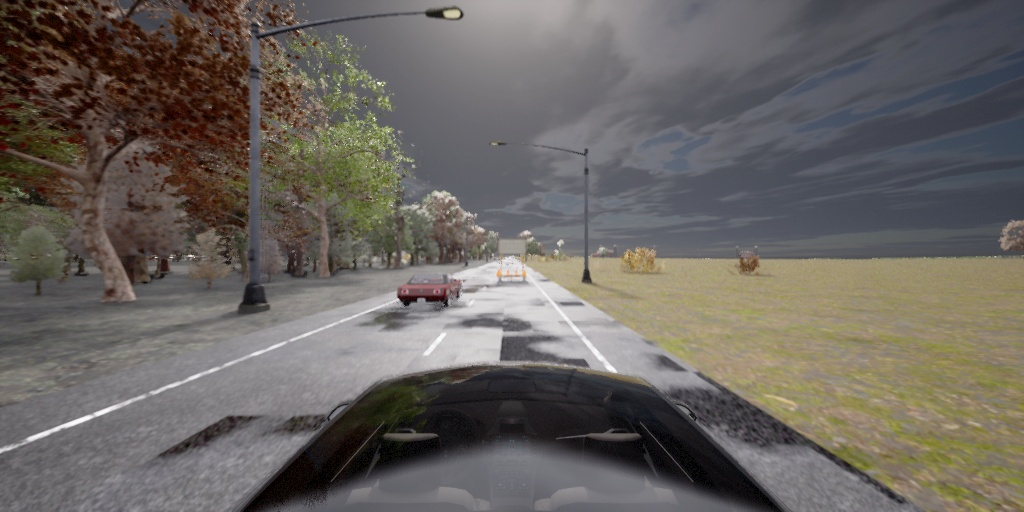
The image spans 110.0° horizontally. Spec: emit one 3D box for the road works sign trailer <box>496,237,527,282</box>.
[{"bbox_3d":[0.010,0.266,29.577,2.380,3.560,2.880,0,0,0],"label":"road works sign trailer"}]

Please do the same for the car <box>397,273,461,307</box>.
[{"bbox_3d":[-3.397,1.377,15.691,1.895,1.301,4.718,0,0,0],"label":"car"}]
